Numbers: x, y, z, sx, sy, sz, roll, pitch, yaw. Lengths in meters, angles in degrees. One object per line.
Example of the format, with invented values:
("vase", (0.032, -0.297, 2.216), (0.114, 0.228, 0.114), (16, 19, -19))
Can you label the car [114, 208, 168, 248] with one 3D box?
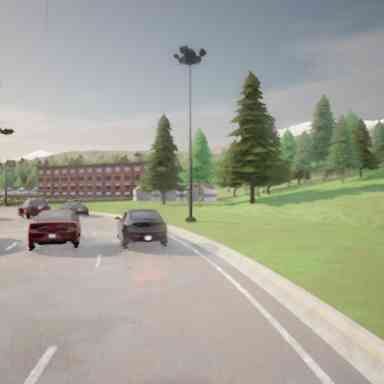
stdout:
("car", (-2.338, 1.502, 14.991), (1.837, 1.490, 4.892), (0, 0, -16))

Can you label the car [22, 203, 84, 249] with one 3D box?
("car", (-5.970, 1.495, 14.803), (1.882, 1.535, 5.008), (0, 0, -17))

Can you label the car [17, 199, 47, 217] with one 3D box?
("car", (-14.335, 1.400, 30.172), (2.097, 1.767, 4.553), (0, 0, -37))

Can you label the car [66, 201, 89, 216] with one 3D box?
("car", (-11.603, 1.595, 32.350), (1.994, 1.385, 4.181), (0, 0, -38))
